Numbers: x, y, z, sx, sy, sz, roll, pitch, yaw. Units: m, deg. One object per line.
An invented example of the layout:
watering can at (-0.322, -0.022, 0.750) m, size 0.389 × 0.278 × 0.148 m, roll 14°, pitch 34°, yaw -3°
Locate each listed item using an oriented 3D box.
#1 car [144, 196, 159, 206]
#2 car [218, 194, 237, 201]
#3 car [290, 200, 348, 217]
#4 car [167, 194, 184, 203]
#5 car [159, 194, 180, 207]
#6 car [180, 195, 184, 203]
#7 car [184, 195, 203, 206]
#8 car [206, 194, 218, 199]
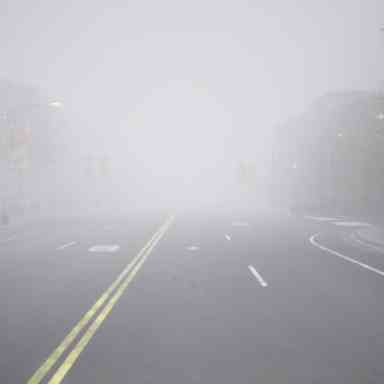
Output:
car at (-6.746, 1.460, 55.544) m, size 2.128 × 1.511 × 4.902 m, roll 0°, pitch 0°, yaw 3°
car at (8.912, 1.310, 79.642) m, size 2.097 × 1.767 × 4.553 m, roll 0°, pitch 0°, yaw 36°
car at (11.611, 1.460, 30.552) m, size 5.008 × 1.535 × 1.882 m, roll 0°, pitch 0°, yaw 7°
car at (-3.411, 1.315, 71.427) m, size 2.097 × 1.767 × 4.553 m, roll 0°, pitch 0°, yaw 19°
car at (-3.417, 1.323, 51.981) m, size 2.097 × 1.767 × 4.553 m, roll 0°, pitch 0°, yaw 2°
car at (-0.892, 1.440, 68.111) m, size 1.882 × 1.535 × 5.008 m, roll 0°, pitch 0°, yaw 18°
car at (0.228, 1.517, 53.327) m, size 2.033 × 1.411 × 5.357 m, roll 0°, pitch 0°, yaw 3°
car at (6.274, 1.261, 81.976) m, size 2.097 × 1.767 × 4.553 m, roll 0°, pitch 0°, yaw 36°
